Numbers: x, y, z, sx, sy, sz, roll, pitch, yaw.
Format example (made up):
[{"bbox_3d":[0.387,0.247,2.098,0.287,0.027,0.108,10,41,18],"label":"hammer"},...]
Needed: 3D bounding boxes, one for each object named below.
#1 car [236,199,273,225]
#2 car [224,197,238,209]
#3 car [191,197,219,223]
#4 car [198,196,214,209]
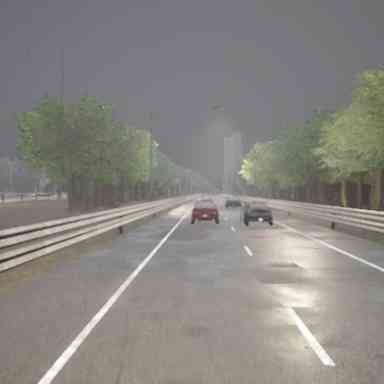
[{"bbox_3d":[4.423,1.451,23.308,1.837,1.490,4.892,0,1,3],"label":"car"},{"bbox_3d":[5.346,1.371,44.136,1.882,1.535,5.008,0,0,3],"label":"car"},{"bbox_3d":[0.978,1.400,24.530,1.882,1.535,5.008,0,0,3],"label":"car"},{"bbox_3d":[1.903,1.365,45.500,2.128,1.511,4.902,0,0,3],"label":"car"}]
